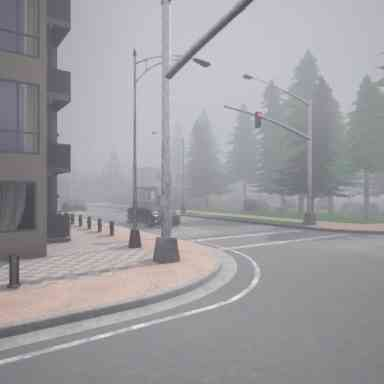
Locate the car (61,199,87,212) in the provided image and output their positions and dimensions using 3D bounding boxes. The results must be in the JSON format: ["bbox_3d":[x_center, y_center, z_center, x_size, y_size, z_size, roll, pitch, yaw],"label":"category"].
[{"bbox_3d":[-13.420,1.548,37.805,1.994,1.385,4.181,0,0,-34],"label":"car"}]

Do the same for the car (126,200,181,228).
[{"bbox_3d":[-2.637,1.338,22.217,2.097,1.767,4.553,0,0,-35],"label":"car"}]
